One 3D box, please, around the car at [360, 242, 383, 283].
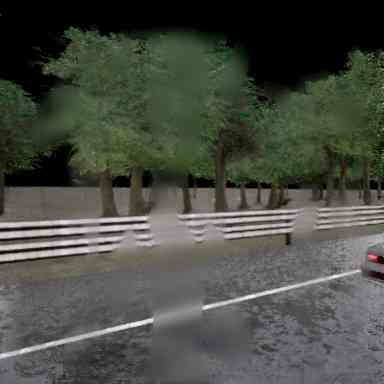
[{"bbox_3d":[6.266,1.466,7.987,5.357,1.411,2.033,0,1,-33],"label":"car"}]
